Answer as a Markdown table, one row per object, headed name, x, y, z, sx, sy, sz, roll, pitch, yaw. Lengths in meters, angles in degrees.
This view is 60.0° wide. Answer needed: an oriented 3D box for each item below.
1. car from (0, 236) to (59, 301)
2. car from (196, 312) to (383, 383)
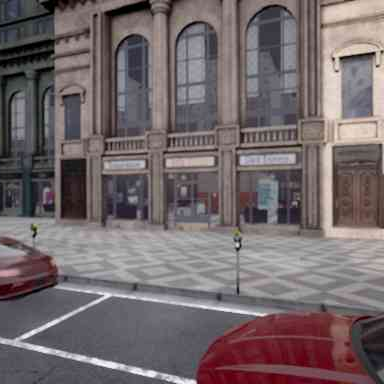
| name | x | y | z | sx | sy | sz | roll | pitch | yaw |
| --- | --- | --- | --- | --- | --- | --- | --- | --- | --- |
| car | -4.852 | 1.581 | 7.175 | 4.206 | 1.307 | 1.802 | 0 | 0 | 21 |
| car | 2.452 | 1.479 | 2.201 | 5.008 | 1.535 | 1.882 | 0 | 0 | 20 |
